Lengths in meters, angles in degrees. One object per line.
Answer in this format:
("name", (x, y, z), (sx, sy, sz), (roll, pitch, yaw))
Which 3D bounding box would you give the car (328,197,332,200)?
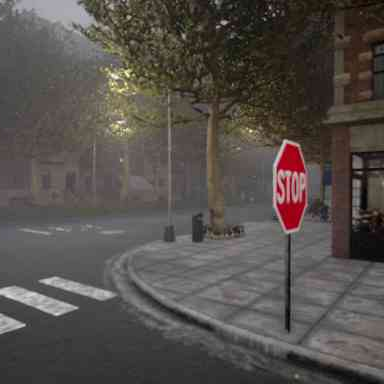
("car", (21.168, 1.453, 52.875), (2.128, 1.511, 4.902), (0, 0, 37))

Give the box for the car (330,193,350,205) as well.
("car", (27.325, 1.184, 61.277), (2.150, 2.045, 5.566), (0, 0, 36))

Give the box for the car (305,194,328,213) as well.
("car", (12.431, 1.198, 36.052), (2.435, 2.045, 5.566), (0, 0, 36))

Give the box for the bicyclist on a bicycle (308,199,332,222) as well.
("bicyclist on a bicycle", (8.958, 1.283, 23.230), (1.656, 1.620, 0.582), (0, 0, 36))
